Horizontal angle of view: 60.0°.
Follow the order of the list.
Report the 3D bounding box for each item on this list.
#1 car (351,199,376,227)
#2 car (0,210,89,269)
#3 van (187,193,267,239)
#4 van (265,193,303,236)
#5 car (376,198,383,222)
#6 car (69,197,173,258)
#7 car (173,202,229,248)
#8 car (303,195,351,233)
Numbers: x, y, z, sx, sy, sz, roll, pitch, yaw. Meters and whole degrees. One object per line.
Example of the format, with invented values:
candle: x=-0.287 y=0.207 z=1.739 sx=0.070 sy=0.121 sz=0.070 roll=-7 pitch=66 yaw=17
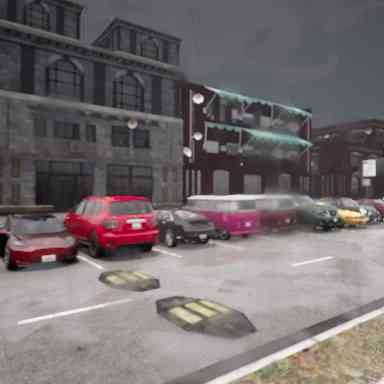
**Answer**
car: x=8.205 y=1.322 z=21.004 sx=1.946 sy=1.575 sz=5.366 roll=-1 pitch=0 yaw=-35
car: x=-5.486 y=1.498 z=11.486 sx=2.163 sy=1.488 sz=4.792 roll=0 pitch=0 yaw=-35
van: x=1.231 y=1.179 z=16.422 sx=1.878 sy=1.987 sz=4.442 roll=-1 pitch=0 yaw=-35
van: x=3.396 y=1.155 z=17.956 sx=1.878 sy=1.987 sz=4.442 roll=-1 pitch=0 yaw=-35
car: x=10.243 y=1.170 z=22.719 sx=2.185 sy=1.767 sz=4.553 roll=-1 pitch=0 yaw=-35
car: x=-3.354 y=1.198 z=13.063 sx=2.435 sy=2.045 sz=5.566 roll=-1 pitch=0 yaw=-35
car: x=-0.964 y=1.429 z=14.711 sx=2.231 sy=1.521 sz=4.892 roll=-1 pitch=1 yaw=-35
car: x=5.844 y=1.101 z=19.515 sx=2.435 sy=2.045 sz=5.566 roll=-1 pitch=0 yaw=-35
